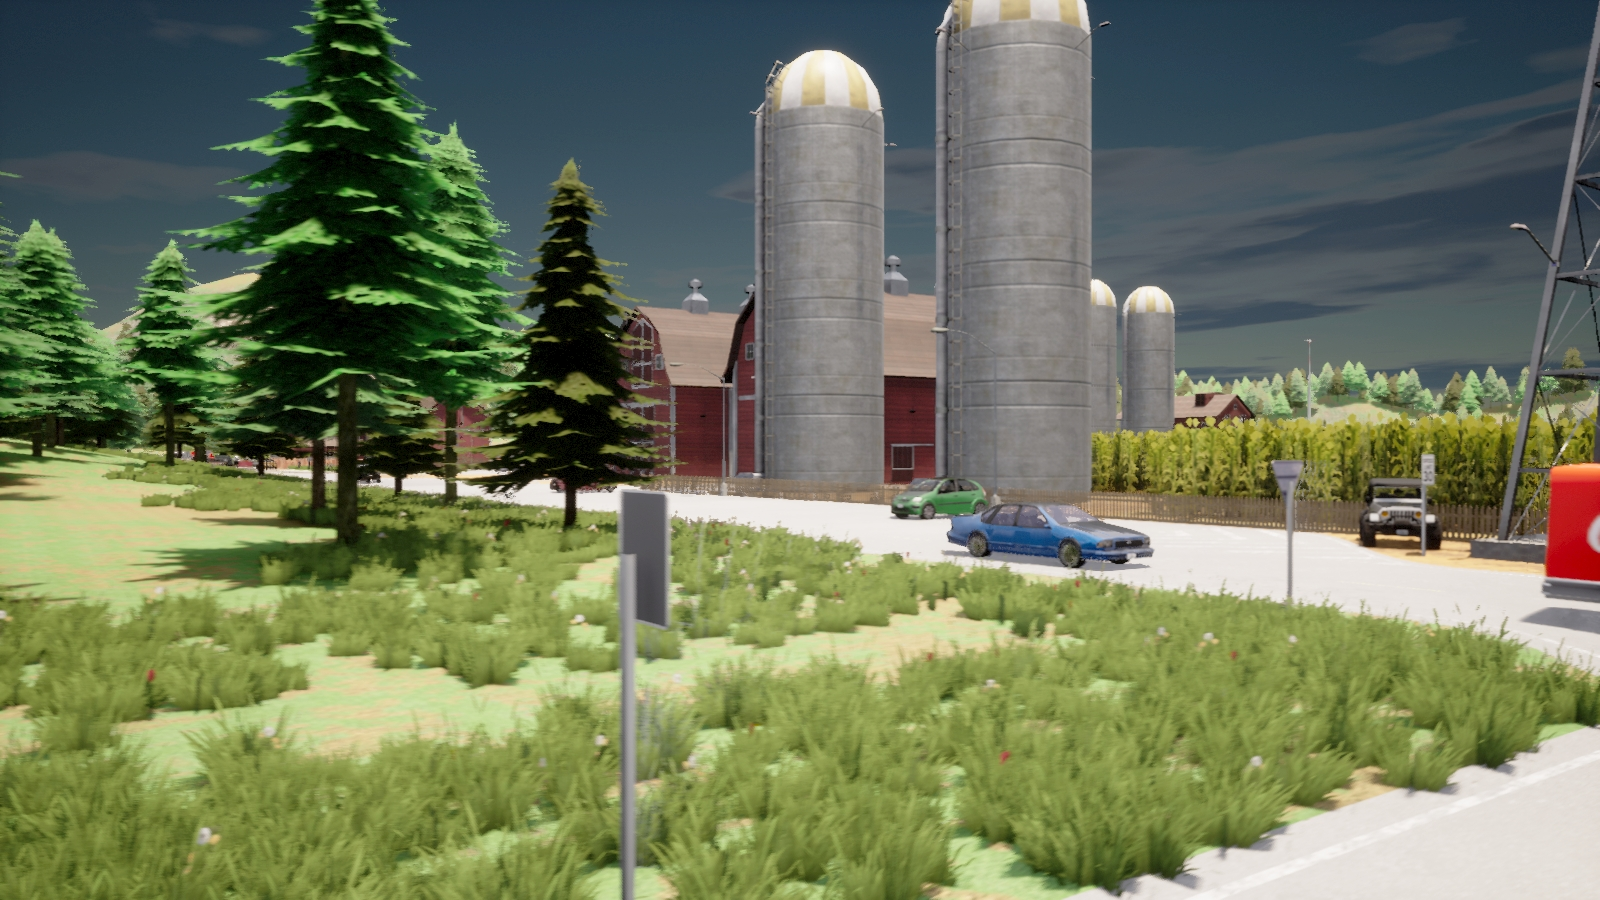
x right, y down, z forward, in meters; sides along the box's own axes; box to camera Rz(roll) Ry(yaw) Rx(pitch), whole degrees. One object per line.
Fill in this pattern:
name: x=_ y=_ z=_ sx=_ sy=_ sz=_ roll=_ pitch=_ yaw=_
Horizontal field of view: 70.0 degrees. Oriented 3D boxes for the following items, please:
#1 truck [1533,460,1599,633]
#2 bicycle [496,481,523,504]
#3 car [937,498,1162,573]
truck: x=14.006 y=1.505 z=16.540 sx=2.627 sy=2.467 sz=5.204 roll=-2 pitch=3 yaw=-45
bicycle: x=-14.609 y=2.117 z=57.431 sx=0.859 sy=1.080 sz=1.487 roll=0 pitch=0 yaw=-34
car: x=5.858 y=1.966 z=27.527 sx=2.033 sy=1.411 sz=5.357 roll=0 pitch=0 yaw=-34
